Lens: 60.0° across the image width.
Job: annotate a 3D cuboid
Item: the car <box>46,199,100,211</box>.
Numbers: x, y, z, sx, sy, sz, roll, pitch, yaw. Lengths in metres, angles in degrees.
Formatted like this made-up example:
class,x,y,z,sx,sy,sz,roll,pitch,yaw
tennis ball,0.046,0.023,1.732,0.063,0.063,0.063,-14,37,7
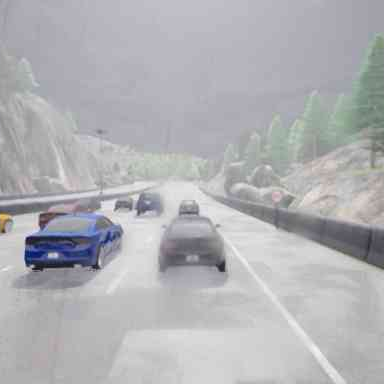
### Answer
class,x,y,z,sx,sy,sz,roll,pitch,yaw
car,-7.133,1.402,19.451,1.882,1.535,5.008,0,0,-1

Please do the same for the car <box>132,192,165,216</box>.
class,x,y,z,sx,sy,sz,roll,pitch,yaw
car,-3.782,1.056,30.926,2.150,2.045,5.566,0,0,-1

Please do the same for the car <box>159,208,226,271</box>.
class,x,y,z,sx,sy,sz,roll,pitch,yaw
car,-0.017,1.465,10.531,1.812,1.442,4.674,0,0,-1

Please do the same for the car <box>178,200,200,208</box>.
class,x,y,z,sx,sy,sz,roll,pitch,yaw
car,-0.259,1.376,29.284,2.033,1.411,5.357,0,0,-1

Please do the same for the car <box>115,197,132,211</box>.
class,x,y,z,sx,sy,sz,roll,pitch,yaw
car,-7.362,1.302,37.242,1.837,1.490,4.892,0,1,-1

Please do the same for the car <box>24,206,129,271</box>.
class,x,y,z,sx,sy,sz,roll,pitch,yaw
car,-3.522,1.433,10.829,1.882,1.535,5.008,0,0,-1

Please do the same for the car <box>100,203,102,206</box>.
class,x,y,z,sx,sy,sz,roll,pitch,yaw
car,-10.826,1.390,34.414,2.033,1.411,5.357,0,1,-1

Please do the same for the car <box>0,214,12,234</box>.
class,x,y,z,sx,sy,sz,roll,pitch,yaw
car,-10.587,1.440,15.914,1.882,1.535,5.008,0,1,-1
